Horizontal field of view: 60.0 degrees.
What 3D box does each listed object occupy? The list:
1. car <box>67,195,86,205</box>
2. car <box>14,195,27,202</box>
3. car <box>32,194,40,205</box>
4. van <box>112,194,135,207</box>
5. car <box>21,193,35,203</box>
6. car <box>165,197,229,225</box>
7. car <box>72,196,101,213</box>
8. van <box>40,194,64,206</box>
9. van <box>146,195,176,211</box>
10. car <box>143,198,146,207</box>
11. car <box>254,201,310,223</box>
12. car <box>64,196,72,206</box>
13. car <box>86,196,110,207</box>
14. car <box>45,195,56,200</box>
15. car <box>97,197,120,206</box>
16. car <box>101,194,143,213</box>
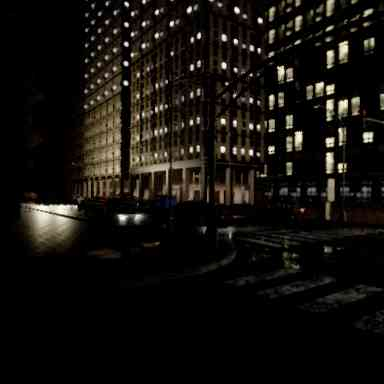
[{"bbox_3d":[-19.734,1.342,56.765,1.812,1.442,4.674,1,0,-35],"label":"car"},{"bbox_3d":[-36.261,1.299,70.282,1.947,1.339,4.313,1,0,-35],"label":"car"},{"bbox_3d":[-23.216,1.336,51.834,1.802,1.307,4.206,1,0,-35],"label":"car"},{"bbox_3d":[-9.848,1.203,47.450,1.690,1.788,3.998,1,0,-35],"label":"van"},{"bbox_3d":[-29.736,1.058,61.059,2.192,1.841,5.009,1,0,-35],"label":"car"},{"bbox_3d":[0.451,1.311,22.849,1.882,1.535,5.008,1,0,-36],"label":"car"},{"bbox_3d":[-10.170,1.333,33.387,2.008,1.369,4.403,1,0,-35],"label":"car"},{"bbox_3d":[-19.952,1.102,47.223,1.690,1.788,3.998,1,0,-35],"label":"van"},{"bbox_3d":[-3.326,1.218,38.226,1.690,1.788,3.998,1,0,-35],"label":"van"},{"bbox_3d":[-6.589,1.420,42.837,2.008,1.369,4.403,1,0,-35],"label":"car"},{"bbox_3d":[6.458,1.343,24.390,1.967,1.590,4.097,1,0,-35],"label":"car"},{"bbox_3d":[-18.486,1.337,49.794,2.033,1.411,5.357,1,0,-35],"label":"car"},{"bbox_3d":[-13.747,1.334,48.391,1.837,1.490,4.892,1,0,-35],"label":"car"},{"bbox_3d":[-35.943,1.401,84.344,1.802,1.307,4.206,1,0,-35],"label":"car"},{"bbox_3d":[-13.113,1.421,52.060,1.947,1.339,4.313,1,0,-35],"label":"car"},{"bbox_3d":[-7.177,1.291,33.645,1.882,1.535,5.008,1,-1,-35],"label":"car"}]
